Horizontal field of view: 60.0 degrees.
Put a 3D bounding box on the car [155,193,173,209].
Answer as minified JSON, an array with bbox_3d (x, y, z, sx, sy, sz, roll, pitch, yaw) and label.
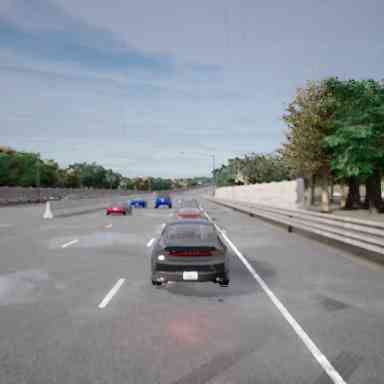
[{"bbox_3d":[-3.921,1.212,46.261,2.150,2.045,5.566,0,0,-2],"label":"car"}]

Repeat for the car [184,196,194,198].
[{"bbox_3d":[-0.282,1.343,36.134,2.097,1.767,4.553,0,0,-1],"label":"car"}]

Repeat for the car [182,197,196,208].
[{"bbox_3d":[-0.460,1.515,48.195,1.812,1.442,4.674,0,0,-1],"label":"car"}]

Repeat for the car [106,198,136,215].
[{"bbox_3d":[-7.251,1.557,33.467,1.994,1.385,4.181,0,0,0],"label":"car"}]

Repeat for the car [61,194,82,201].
[{"bbox_3d":[-18.090,1.065,50.030,2.097,1.767,4.553,0,0,-1],"label":"car"}]

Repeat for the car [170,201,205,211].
[{"bbox_3d":[-0.156,1.520,20.183,1.812,1.442,4.674,0,0,-1],"label":"car"}]

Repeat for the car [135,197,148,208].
[{"bbox_3d":[-7.452,1.468,47.417,1.882,1.535,5.008,0,0,-1],"label":"car"}]

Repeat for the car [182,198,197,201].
[{"bbox_3d":[-0.255,1.499,27.415,1.837,1.490,4.892,0,0,-1],"label":"car"}]

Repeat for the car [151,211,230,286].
[{"bbox_3d":[-0.048,1.502,9.384,1.837,1.490,4.892,0,0,0],"label":"car"}]
